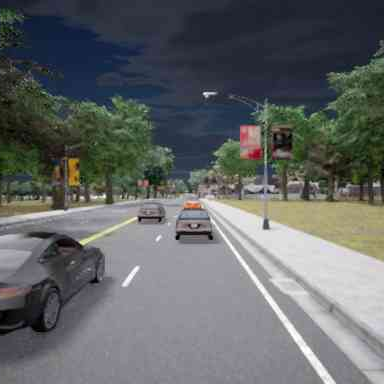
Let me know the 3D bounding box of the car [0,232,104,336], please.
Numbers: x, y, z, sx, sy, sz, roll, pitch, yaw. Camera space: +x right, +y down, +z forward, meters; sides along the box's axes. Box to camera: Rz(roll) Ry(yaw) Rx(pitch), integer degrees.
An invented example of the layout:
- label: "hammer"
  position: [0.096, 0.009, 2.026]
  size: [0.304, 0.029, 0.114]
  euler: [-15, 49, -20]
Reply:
- label: "car"
  position: [-3.152, 1.524, 6.643]
  size: [1.812, 1.442, 4.674]
  euler: [0, 0, 0]

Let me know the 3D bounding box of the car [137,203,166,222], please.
- label: "car"
  position: [-3.156, 1.571, 26.582]
  size: [2.033, 1.411, 5.357]
  euler: [0, 0, 0]

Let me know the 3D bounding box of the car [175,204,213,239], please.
- label: "car"
  position: [0.099, 1.555, 17.347]
  size: [2.033, 1.411, 5.357]
  euler: [0, 0, 0]

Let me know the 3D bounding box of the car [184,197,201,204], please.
- label: "car"
  position: [0.095, 1.419, 42.306]
  size: [2.097, 1.767, 4.553]
  euler: [0, 0, 0]
